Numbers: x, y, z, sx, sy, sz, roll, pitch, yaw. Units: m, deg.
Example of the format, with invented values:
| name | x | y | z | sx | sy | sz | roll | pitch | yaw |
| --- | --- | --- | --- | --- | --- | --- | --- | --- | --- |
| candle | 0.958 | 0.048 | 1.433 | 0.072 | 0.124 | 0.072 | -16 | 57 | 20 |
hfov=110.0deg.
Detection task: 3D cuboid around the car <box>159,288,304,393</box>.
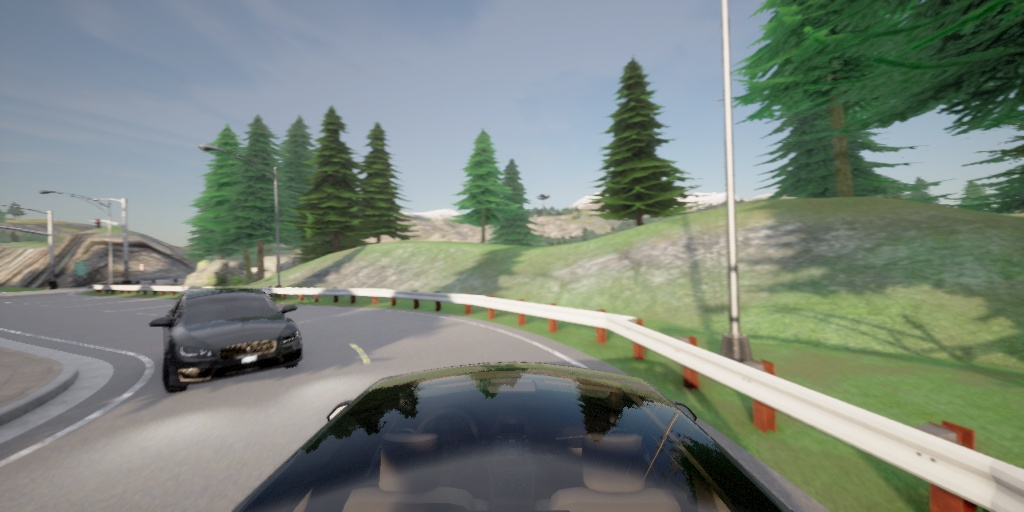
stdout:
| name | x | y | z | sx | sy | sz | roll | pitch | yaw |
| --- | --- | --- | --- | --- | --- | --- | --- | --- | --- |
| car | -5.860 | 1.445 | 7.368 | 4.892 | 1.490 | 1.837 | -2 | 0 | 45 |
